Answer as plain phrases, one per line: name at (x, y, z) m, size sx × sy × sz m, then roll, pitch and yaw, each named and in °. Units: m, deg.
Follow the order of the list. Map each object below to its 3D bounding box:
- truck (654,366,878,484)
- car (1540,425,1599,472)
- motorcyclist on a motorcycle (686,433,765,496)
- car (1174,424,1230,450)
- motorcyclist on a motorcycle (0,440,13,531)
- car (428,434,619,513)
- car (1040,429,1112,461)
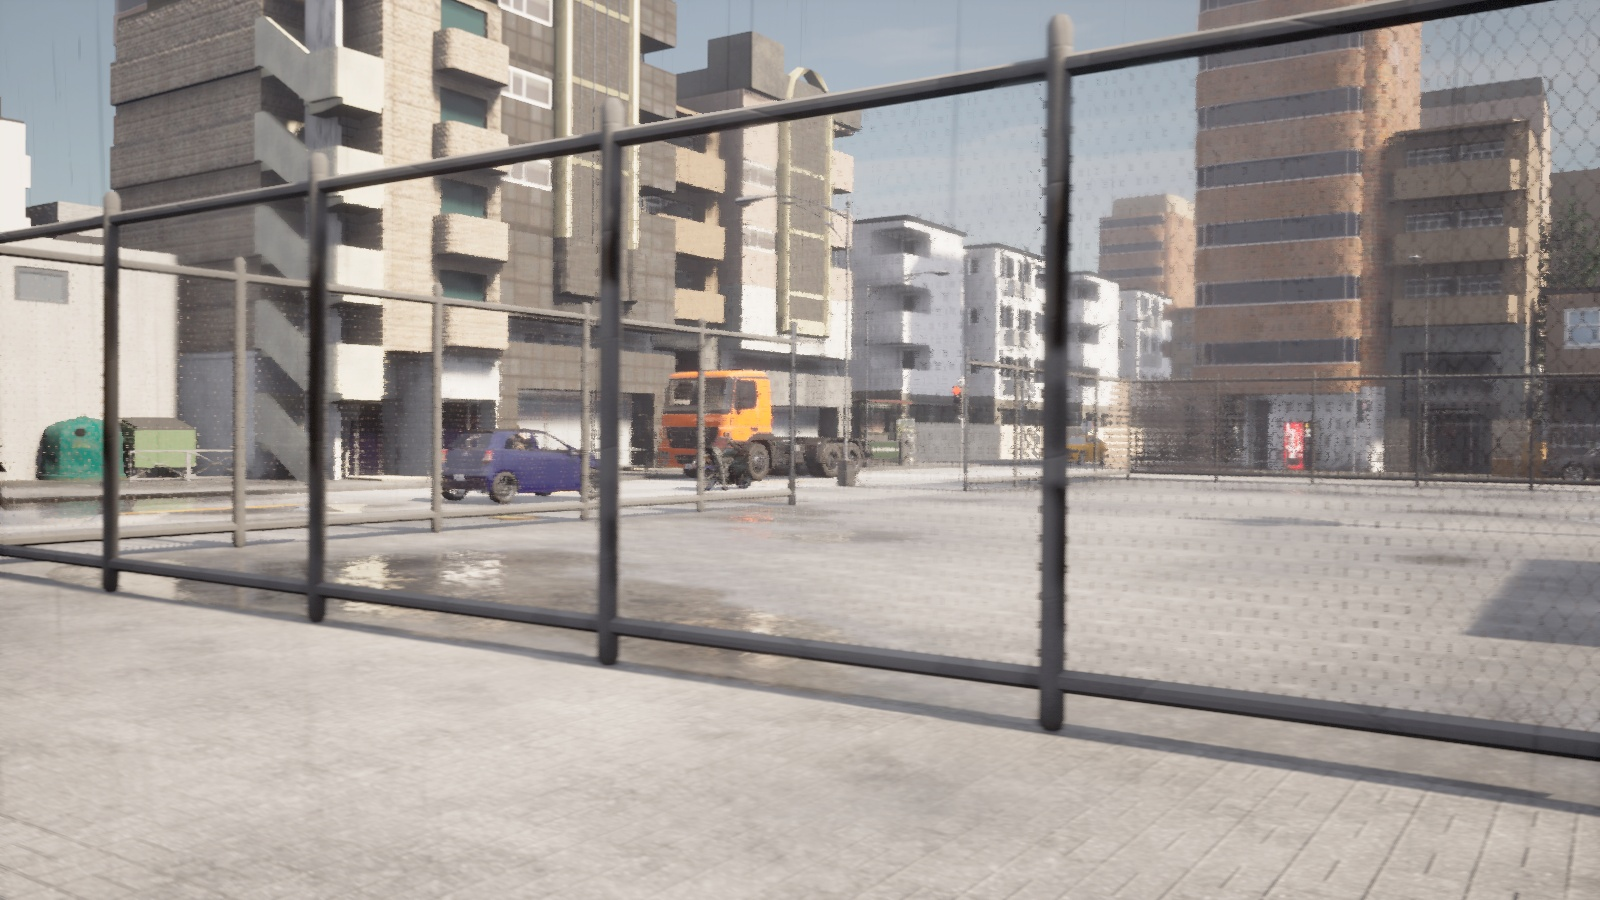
truck at (-0.905, -0.806, 40.791) m, size 2.891 × 3.462 × 7.936 m, roll 0°, pitch 1°, yaw 37°
car at (26.911, -0.064, 40.744) m, size 4.892 × 1.490 × 1.837 m, roll 0°, pitch 1°, yaw 34°
motorcyclist on a motorcycle at (-1.886, 0.340, 32.061) m, size 0.866 × 1.530 × 2.191 m, roll 0°, pitch 1°, yaw 34°
car at (26.127, -0.846, 81.497) m, size 2.152 × 1.651 × 5.027 m, roll 0°, pitch 1°, yaw 34°
motorcyclist on a motorcycle at (-14.297, 0.608, 20.589) m, size 0.866 × 1.530 × 2.191 m, roll 0°, pitch 1°, yaw 34°
car at (-5.717, 0.432, 26.291) m, size 1.845 × 1.501 × 3.633 m, roll 0°, pitch 1°, yaw 34°
car at (13.930, -0.286, 63.144) m, size 1.882 × 1.535 × 5.008 m, roll 0°, pitch 1°, yaw 34°
